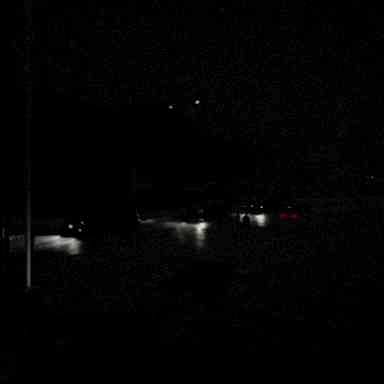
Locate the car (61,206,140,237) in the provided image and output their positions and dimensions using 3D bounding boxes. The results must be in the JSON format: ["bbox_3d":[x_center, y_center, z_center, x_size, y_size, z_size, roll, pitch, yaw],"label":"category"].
[{"bbox_3d":[-4.736,1.473,17.739,1.994,1.385,4.181,0,0,35],"label":"car"}]

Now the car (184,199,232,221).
[{"bbox_3d":[1.336,1.322,26.272,1.882,1.535,5.008,0,0,35],"label":"car"}]

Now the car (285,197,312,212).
[{"bbox_3d":[11.076,1.283,34.879,2.128,1.511,4.902,0,0,35],"label":"car"}]

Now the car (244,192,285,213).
[{"bbox_3d":[7.494,1.016,34.912,2.150,2.045,5.566,0,0,36],"label":"car"}]
